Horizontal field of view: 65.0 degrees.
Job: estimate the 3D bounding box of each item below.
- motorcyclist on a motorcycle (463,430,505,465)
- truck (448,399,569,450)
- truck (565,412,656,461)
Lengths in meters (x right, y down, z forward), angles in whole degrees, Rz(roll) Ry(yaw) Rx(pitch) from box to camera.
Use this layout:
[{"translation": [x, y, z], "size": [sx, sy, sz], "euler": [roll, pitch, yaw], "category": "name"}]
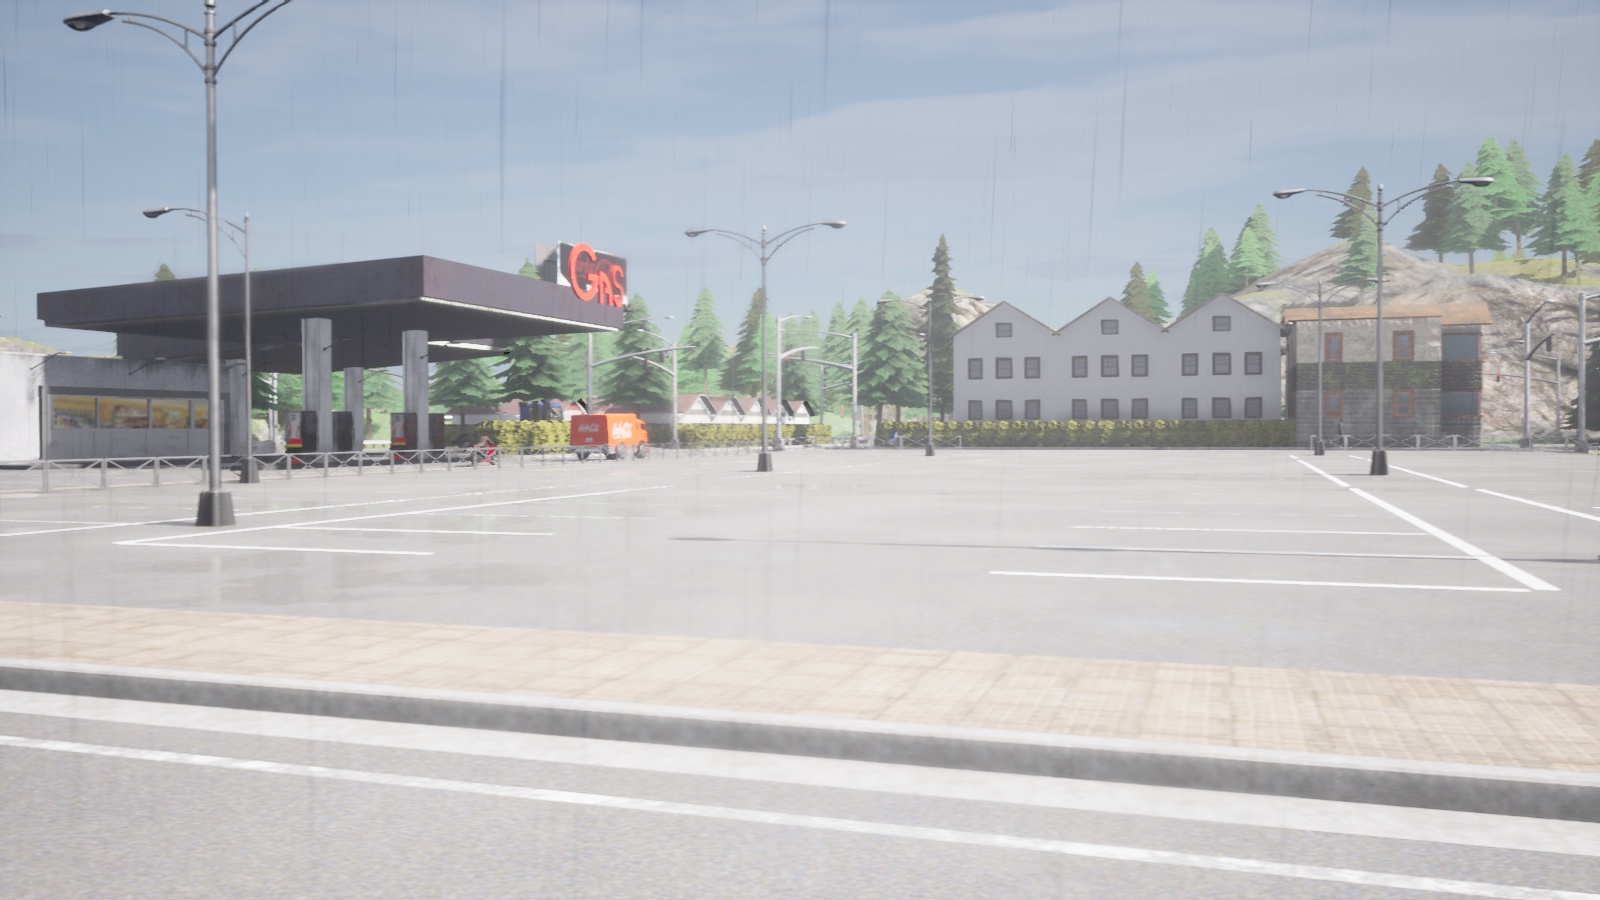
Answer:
[{"translation": [-13.939, -0.131, 55.392], "size": [0.797, 1.523, 2.044], "euler": [1, 1, 19], "category": "motorcyclist on a motorcycle"}, {"translation": [-20.554, -1.778, 88.597], "size": [7.936, 3.462, 2.891], "euler": [0, 2, 19], "category": "truck"}, {"translation": [-9.988, -0.759, 66.537], "size": [2.627, 2.467, 5.204], "euler": [1, 1, 19], "category": "truck"}]
